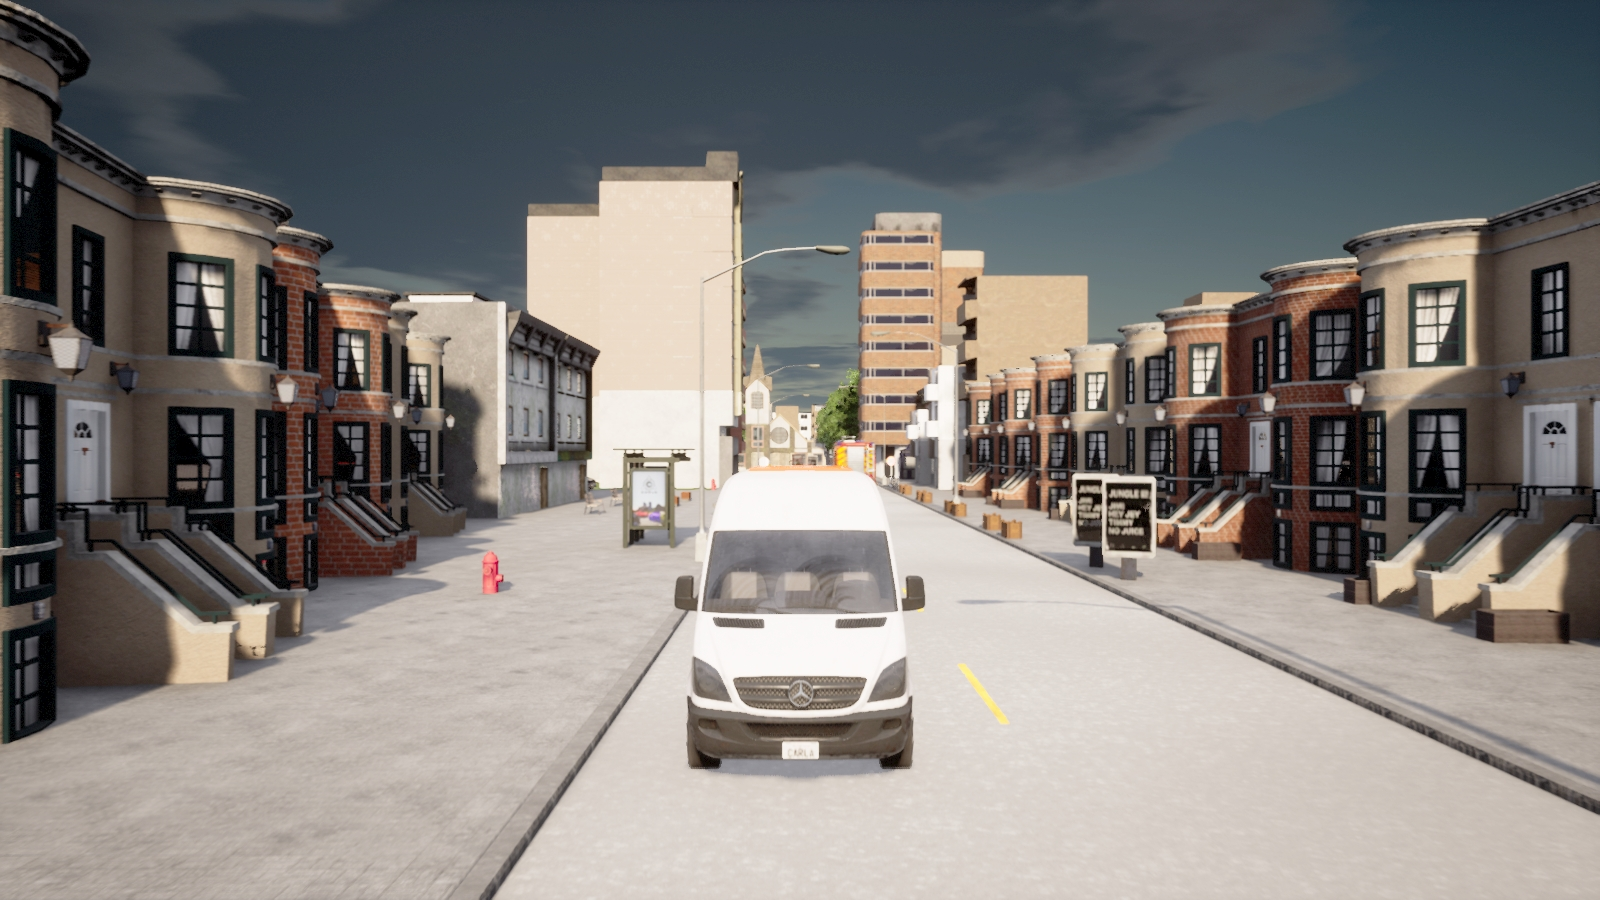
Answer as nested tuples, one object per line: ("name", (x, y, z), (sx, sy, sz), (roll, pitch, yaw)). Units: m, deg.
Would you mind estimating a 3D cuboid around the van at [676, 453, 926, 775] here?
("van", (0.006, 1.314, 12.053), (1.988, 2.561, 5.915), (0, 0, 0))
